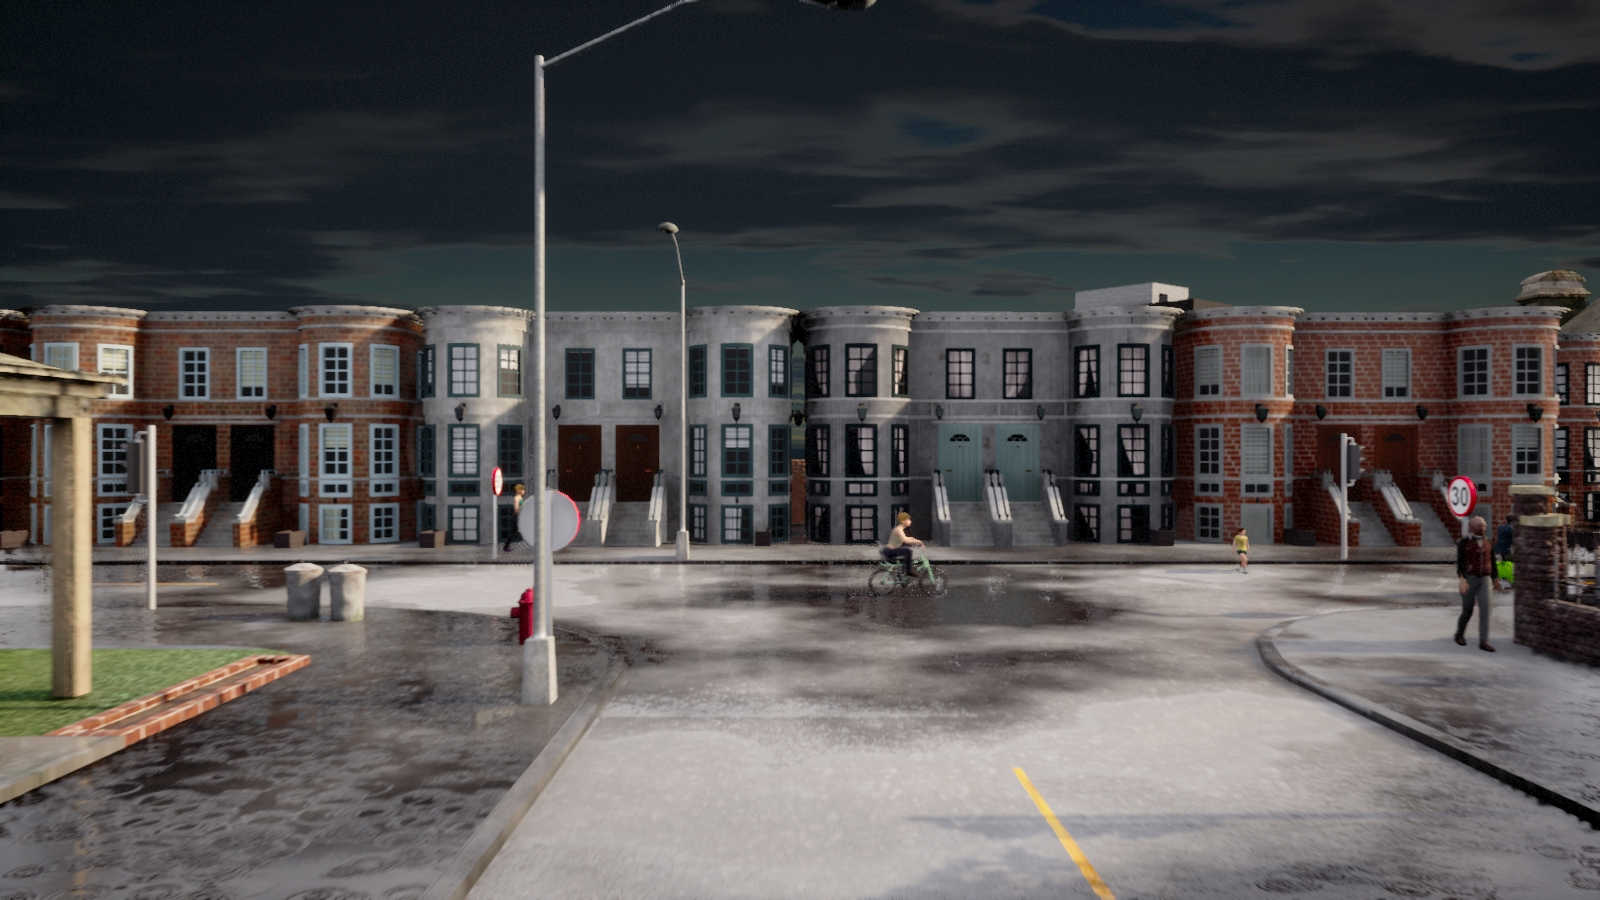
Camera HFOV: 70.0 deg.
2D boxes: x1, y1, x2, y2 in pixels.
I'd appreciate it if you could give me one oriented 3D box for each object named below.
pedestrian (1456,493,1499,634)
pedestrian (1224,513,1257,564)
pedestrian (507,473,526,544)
[{"bbox_3d":[9.098,1.516,15.354,0.375,1.860,0.375,0,0,4],"label":"pedestrian"},{"bbox_3d":[9.997,2.009,25.942,0.500,1.100,0.500,0,0,-20],"label":"pedestrian"},{"bbox_3d":[-7.413,1.524,29.889,0.375,1.860,0.375,0,0,7],"label":"pedestrian"}]
